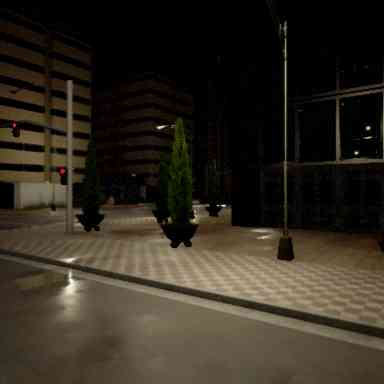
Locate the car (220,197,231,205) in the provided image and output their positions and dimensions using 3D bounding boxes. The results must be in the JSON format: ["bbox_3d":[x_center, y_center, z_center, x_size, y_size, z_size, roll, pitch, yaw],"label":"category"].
[{"bbox_3d":[6.275,1.662,60.081,1.994,1.385,4.181,0,0,35],"label":"car"}]

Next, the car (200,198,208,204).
[{"bbox_3d":[3.414,1.573,62.098,1.882,1.535,5.008,0,0,35],"label":"car"}]
